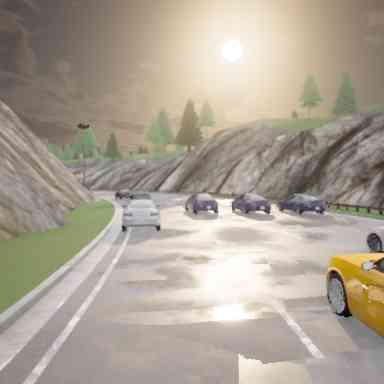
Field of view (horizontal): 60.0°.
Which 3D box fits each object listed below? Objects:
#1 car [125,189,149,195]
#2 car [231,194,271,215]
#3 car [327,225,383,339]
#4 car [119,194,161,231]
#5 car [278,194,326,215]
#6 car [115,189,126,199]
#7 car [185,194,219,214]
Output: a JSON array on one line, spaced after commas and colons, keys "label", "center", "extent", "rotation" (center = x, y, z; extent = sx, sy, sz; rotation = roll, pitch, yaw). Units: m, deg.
[{"label": "car", "center": [-5.507, 0.545, 35.420], "extent": [2.128, 1.511, 4.902], "rotation": [-1, 2, -17]}, {"label": "car", "center": [4.358, 0.852, 24.931], "extent": [1.812, 1.442, 4.674], "rotation": [0, 2, -11]}, {"label": "car", "center": [3.403, 1.364, 4.011], "extent": [1.882, 1.535, 5.008], "rotation": [0, 2, -2]}, {"label": "car", "center": [-2.557, 1.073, 16.872], "extent": [1.812, 1.442, 4.674], "rotation": [0, 2, -8]}, {"label": "car", "center": [7.997, 0.860, 24.551], "extent": [1.812, 1.442, 4.674], "rotation": [0, 2, -10]}, {"label": "car", "center": [-9.584, 0.277, 46.833], "extent": [1.812, 1.442, 4.674], "rotation": [-1, 2, -24]}, {"label": "car", "center": [0.697, 0.844, 25.316], "extent": [1.812, 1.442, 4.674], "rotation": [0, 2, -12]}]
